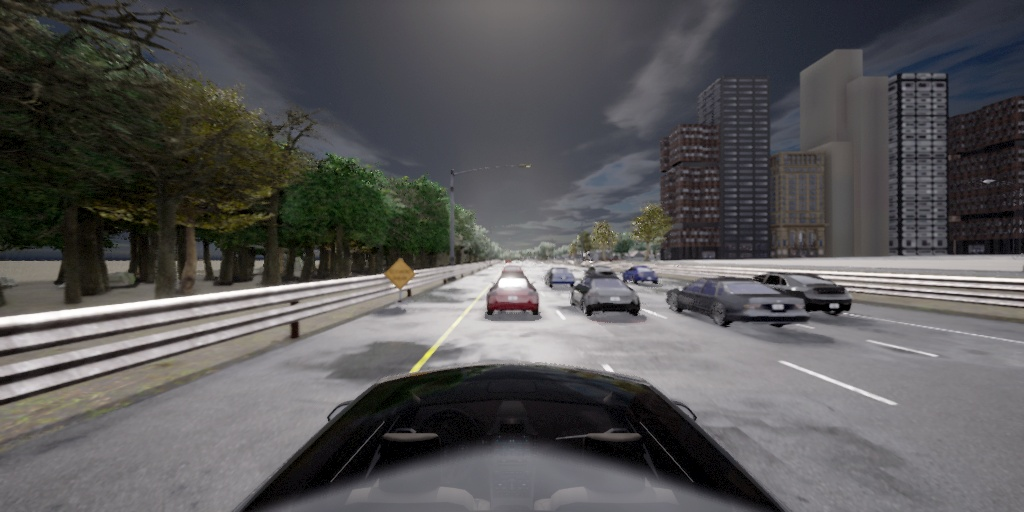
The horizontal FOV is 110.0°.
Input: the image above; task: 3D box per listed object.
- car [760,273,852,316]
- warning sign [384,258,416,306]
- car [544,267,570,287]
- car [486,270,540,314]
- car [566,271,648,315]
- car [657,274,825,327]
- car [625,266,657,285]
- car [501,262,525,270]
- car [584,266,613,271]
[{"bbox_3d":[10.545,1.397,14.124,1.837,1.490,4.892,0,0,1],"label":"car"},{"bbox_3d":[-4.546,1.011,14.583,1.300,1.860,1.060,0,0,0],"label":"warning sign"},{"bbox_3d":[3.529,1.559,26.961,2.033,1.411,5.357,0,0,0],"label":"car"},{"bbox_3d":[0.050,1.460,14.546,1.994,1.385,4.181,0,0,1],"label":"car"},{"bbox_3d":[3.549,1.457,14.274,1.994,1.385,4.181,0,0,1],"label":"car"},{"bbox_3d":[7.024,1.415,11.959,2.033,1.411,5.357,0,-1,0],"label":"car"},{"bbox_3d":[10.557,1.561,29.776,1.812,1.442,4.674,0,0,1],"label":"car"},{"bbox_3d":[0.061,1.517,30.319,1.882,1.535,5.008,0,0,1],"label":"car"},{"bbox_3d":[7.051,1.536,29.096,1.837,1.490,4.892,0,0,1],"label":"car"}]
